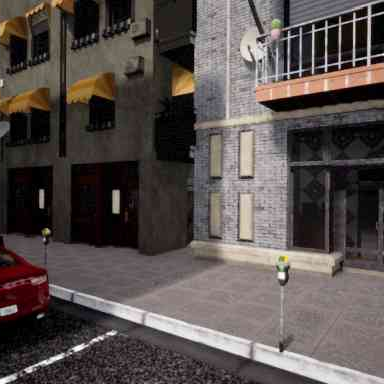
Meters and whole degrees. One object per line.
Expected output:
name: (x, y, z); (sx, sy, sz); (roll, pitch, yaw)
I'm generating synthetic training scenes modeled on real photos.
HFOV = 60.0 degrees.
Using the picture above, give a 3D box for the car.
car: (-4.405, 1.544, 6.015); (4.507, 1.381, 1.887); (0, 1, 36)
